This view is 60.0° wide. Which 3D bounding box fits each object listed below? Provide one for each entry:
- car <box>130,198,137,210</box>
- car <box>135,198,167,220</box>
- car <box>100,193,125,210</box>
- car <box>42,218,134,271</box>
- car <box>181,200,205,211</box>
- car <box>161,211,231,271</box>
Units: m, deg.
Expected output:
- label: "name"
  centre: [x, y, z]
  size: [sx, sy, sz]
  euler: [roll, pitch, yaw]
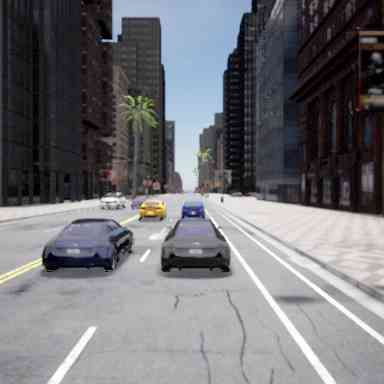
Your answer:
- label: "car"
  centre: [-6.597, 1.469, 42.722]
  size: [2.033, 1.411, 5.357]
  euler: [0, 0, 0]
- label: "car"
  centre: [-3.154, 1.427, 27.642]
  size: [1.882, 1.535, 5.008]
  euler: [0, 0, 0]
- label: "car"
  centre: [-9.845, 1.146, 41.653]
  size: [2.150, 2.045, 5.566]
  euler: [0, 0, 0]
- label: "car"
  centre: [-3.151, 1.544, 10.845]
  size: [1.994, 1.385, 4.181]
  euler: [0, 0, 0]
- label: "car"
  centre: [0.096, 1.427, 27.639]
  size: [1.882, 1.535, 5.008]
  euler: [0, 0, 0]
- label: "car"
  centre: [0.099, 1.544, 10.811]
  size: [1.994, 1.385, 4.181]
  euler: [0, 0, 0]
